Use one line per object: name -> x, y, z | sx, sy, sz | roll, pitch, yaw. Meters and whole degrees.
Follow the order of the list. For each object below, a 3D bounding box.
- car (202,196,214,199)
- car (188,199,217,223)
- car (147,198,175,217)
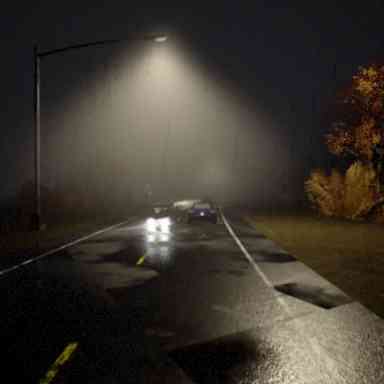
car -> 1.936, 1.250, 41.165 | 1.812, 1.442, 4.674 | 0, 0, 5
car -> 0.759, 1.406, 23.709 | 1.994, 1.385, 4.181 | 0, 0, 3
car -> -2.621, 1.298, 29.057 | 2.128, 1.511, 4.902 | 0, 0, 4
